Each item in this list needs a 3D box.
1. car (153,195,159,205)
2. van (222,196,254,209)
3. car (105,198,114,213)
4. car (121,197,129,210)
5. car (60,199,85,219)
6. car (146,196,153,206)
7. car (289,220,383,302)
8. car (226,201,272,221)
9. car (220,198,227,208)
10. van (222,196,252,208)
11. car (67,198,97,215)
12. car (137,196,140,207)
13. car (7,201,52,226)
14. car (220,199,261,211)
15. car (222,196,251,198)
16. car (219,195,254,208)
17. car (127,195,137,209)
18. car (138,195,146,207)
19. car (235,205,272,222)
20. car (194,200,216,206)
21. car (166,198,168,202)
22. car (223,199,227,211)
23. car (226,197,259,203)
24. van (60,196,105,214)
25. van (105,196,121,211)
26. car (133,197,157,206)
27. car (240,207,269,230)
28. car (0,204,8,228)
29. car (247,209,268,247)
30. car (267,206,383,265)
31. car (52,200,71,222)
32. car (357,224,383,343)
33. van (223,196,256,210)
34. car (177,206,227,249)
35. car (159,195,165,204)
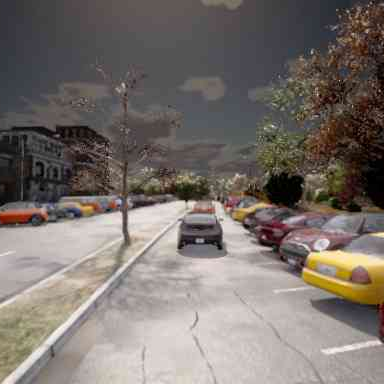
[{"bbox_3d":[-9.975,1.712,65.910,5.566,2.045,2.435,-1,-1,-16],"label":"car"},{"bbox_3d":[7.137,1.627,51.718,4.442,1.987,1.878,1,0,-16],"label":"van"},{"bbox_3d":[-11.907,1.796,38.889,4.792,1.488,2.163,-1,0,-16],"label":"car"},{"bbox_3d":[-11.467,1.810,44.907,5.008,1.535,2.097,-1,-1,-16],"label":"car"},{"bbox_3d":[-12.473,1.699,29.881,5.008,1.535,2.097,-1,-1,-17],"label":"car"},{"bbox_3d":[-10.397,1.668,59.911,5.566,2.045,2.435,-1,-1,-16],"label":"car"},{"bbox_3d":[5.075,1.540,7.355,5.366,1.575,1.946,1,-1,-19],"label":"car"},{"bbox_3d":[5.506,1.665,25.054,5.008,1.535,2.097,1,-1,-17],"label":"car"},{"bbox_3d":[5.857,1.722,33.884,5.366,1.575,1.946,1,0,-16],"label":"car"},{"bbox_3d":[7.340,1.649,54.688,4.442,1.987,1.878,1,0,-16],"label":"van"},{"bbox_3d":[-12.454,1.721,32.830,5.366,1.575,1.946,-1,0,-17],"label":"car"},{"bbox_3d":[-11.050,1.854,50.902,5.008,1.535,2.097,-1,-1,-16],"label":"car"},{"bbox_3d":[-12.775,1.527,23.851,4.553,1.767,2.185,-1,0,-17],"label":"car"},{"bbox_3d":[6.658,1.807,45.759,5.366,1.575,1.946,1,0,-16],"label":"car"},{"bbox_3d":[6.257,1.498,36.919,5.566,2.045,2.435,1,-1,-16],"label":"car"},{"bbox_3d":[7.685,1.646,57.703,5.566,2.045,2.435,1,-1,-16],"label":"car"},{"bbox_3d":[-11.284,1.581,47.894,5.566,2.045,2.435,-1,0,-16],"label":"car"},{"bbox_3d":[-10.866,1.625,53.888,5.566,2.045,2.435,-1,0,-16],"label":"car"},{"bbox_3d":[5.271,1.653,19.147,4.792,1.488,2.163,1,-1,-18],"label":"car"},{"bbox_3d":[1.235,1.591,32.660,2.097,1.767,4.553,0,0,3],"label":"car"},{"bbox_3d":[-8.926,1.811,80.914,5.566,2.045,2.435,-1,0,-16],"label":"car"},{"bbox_3d":[5.843,1.707,30.978,4.892,1.521,2.231,1,-1,-16],"label":"car"},{"bbox_3d":[5.647,1.560,28.007,4.553,1.767,2.185,1,-1,-17],"label":"car"},{"bbox_3d":[-11.973,1.517,35.933,4.442,1.987,1.878,-1,-1,-16],"label":"van"},{"bbox_3d":[-11.566,1.561,41.944,4.442,1.987,1.878,-1,-1,-16],"label":"van"},{"bbox_3d":[-9.751,1.860,68.897,4.553,1.767,2.185,-1,0,-16],"label":"car"},{"bbox_3d":[5.100,1.631,16.158,4.792,1.488,2.163,1,0,-18],"label":"car"},{"bbox_3d":[-13.067,1.606,17.810,5.008,1.535,2.097,-1,0,-18],"label":"car"},{"bbox_3d":[5.028,1.581,13.213,5.008,1.535,2.097,1,-1,-18],"label":"car"},{"bbox_3d":[4.991,1.436,10.259,4.553,1.767,2.185,1,0,-18],"label":"car"},{"bbox_3d":[-12.626,1.677,26.866,4.892,1.521,2.231,-1,0,-17],"label":"car"},{"bbox_3d":[4.831,1.393,4.323,4.553,1.767,2.185,1,-1,-19],"label":"car"},{"bbox_3d":[6.934,1.606,48.747,4.442,1.987,1.878,1,0,-16],"label":"van"},{"bbox_3d":[0.387,1.619,15.160,1.837,1.490,4.892,0,0,2],"label":"car"},{"bbox_3d":[-9.346,2.030,74.901,5.008,1.535,2.097,-1,-1,-16],"label":"car"}]
